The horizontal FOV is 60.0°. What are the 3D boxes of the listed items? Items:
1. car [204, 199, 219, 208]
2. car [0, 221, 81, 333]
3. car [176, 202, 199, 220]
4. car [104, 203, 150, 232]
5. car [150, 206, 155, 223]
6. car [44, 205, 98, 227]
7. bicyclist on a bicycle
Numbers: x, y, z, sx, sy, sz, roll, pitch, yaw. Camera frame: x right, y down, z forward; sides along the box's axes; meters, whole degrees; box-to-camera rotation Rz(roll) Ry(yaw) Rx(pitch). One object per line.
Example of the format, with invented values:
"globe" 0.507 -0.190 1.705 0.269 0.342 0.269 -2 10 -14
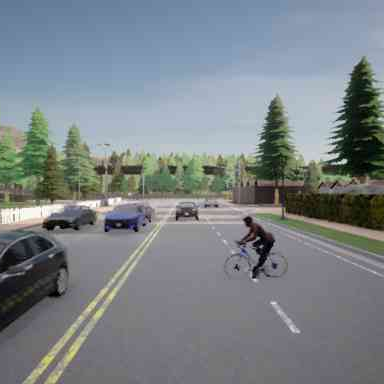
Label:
"car" 2.699 1.600 47.713 1.895 1.301 4.718 0 0 -1
"car" -3.681 1.506 5.775 1.837 1.490 4.892 0 0 -1
"car" -0.396 1.526 27.929 1.812 1.442 4.674 0 0 0
"car" -3.927 1.477 20.126 1.882 1.535 5.008 0 0 -1
"car" -3.971 1.565 25.715 1.994 1.385 4.181 0 0 -1
"car" -7.422 1.547 20.915 2.033 1.411 5.357 0 0 -1
"bicyclist on a bicycle" 1.631 1.453 8.581 1.656 1.620 0.582 -2 0 -1
